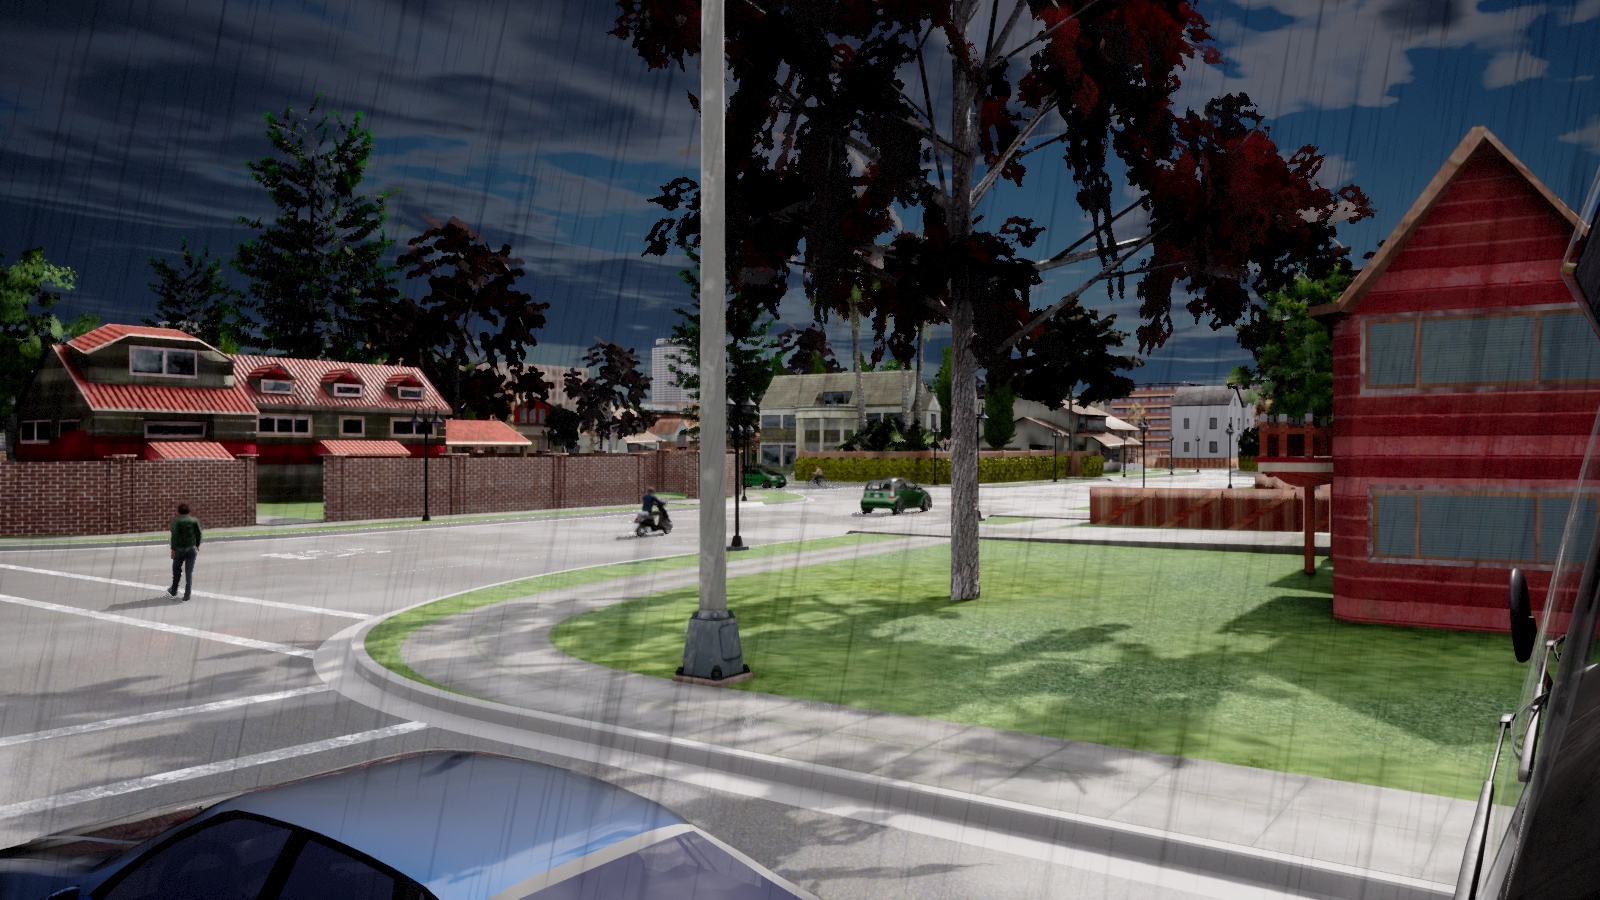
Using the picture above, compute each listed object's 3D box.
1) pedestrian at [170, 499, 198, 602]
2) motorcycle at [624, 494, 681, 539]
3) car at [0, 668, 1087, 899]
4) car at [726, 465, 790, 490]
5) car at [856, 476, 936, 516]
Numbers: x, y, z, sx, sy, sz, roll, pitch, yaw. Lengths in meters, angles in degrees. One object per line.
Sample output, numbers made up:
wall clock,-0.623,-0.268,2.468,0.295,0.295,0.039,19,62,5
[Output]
pedestrian,-11.407,1.848,21.145,0.375,1.860,0.375,0,0,-42
motorcycle,-4.755,2.129,36.896,0.856,1.341,1.805,0,0,34
car,-1.713,2.106,4.943,5.357,1.411,2.033,0,0,36
car,-2.849,1.841,77.770,3.988,1.617,1.851,0,0,34
car,4.289,1.999,50.562,1.851,1.617,3.988,0,0,32
